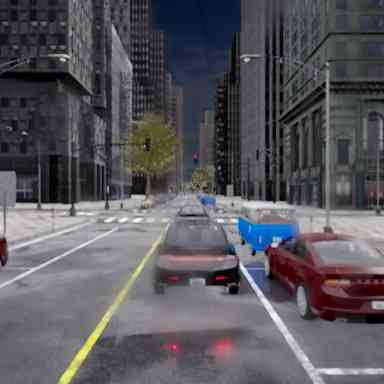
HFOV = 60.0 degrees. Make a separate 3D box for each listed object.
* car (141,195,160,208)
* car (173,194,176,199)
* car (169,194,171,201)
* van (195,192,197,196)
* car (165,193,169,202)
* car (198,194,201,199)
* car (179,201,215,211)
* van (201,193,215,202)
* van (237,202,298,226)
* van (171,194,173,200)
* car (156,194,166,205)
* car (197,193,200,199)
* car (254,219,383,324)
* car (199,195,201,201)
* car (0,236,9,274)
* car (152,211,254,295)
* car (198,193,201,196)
[{"bbox_3d":[-5.863,1.439,45.053,1.752,1.417,4.829,0,0,0],"label":"car"},{"bbox_3d":[-5.949,1.431,87.537,1.947,1.339,4.313,0,0,0],"label":"car"},{"bbox_3d":[-5.903,1.436,66.382,2.008,1.369,4.403,0,0,0],"label":"car"},{"bbox_3d":[2.563,1.201,93.946,1.690,1.788,3.998,0,0,0],"label":"van"},{"bbox_3d":[-5.891,1.206,61.093,2.192,1.841,5.009,0,0,0],"label":"car"},{"bbox_3d":[2.633,1.436,61.466,1.887,1.381,4.507,0,0,0],"label":"car"},{"bbox_3d":[0.047,1.452,18.052,2.128,1.511,4.902,0,0,1],"label":"car"},{"bbox_3d":[2.657,1.246,50.640,1.690,1.788,3.998,0,0,0],"label":"van"},{"bbox_3d":[2.753,1.313,12.655,1.690,1.788,3.998,0,0,0],"label":"van"},{"bbox_3d":[-5.925,1.215,76.959,1.690,1.788,3.998,0,0,0],"label":"van"},{"bbox_3d":[-5.880,1.443,55.804,1.887,1.381,4.507,0,0,0],"label":"car"},{"bbox_3d":[2.609,1.430,72.293,2.008,1.369,4.403,0,0,0],"label":"car"},{"bbox_3d":[2.763,1.528,7.131,1.887,1.381,4.507,0,0,0],"label":"car"},{"bbox_3d":[2.644,1.464,56.053,1.947,1.339,4.313,0,0,0],"label":"car"},{"bbox_3d":[-5.792,1.528,7.130,1.887,1.381,4.507,0,0,0],"label":"car"},{"bbox_3d":[0.083,1.472,8.666,2.128,1.511,4.902,0,0,0],"label":"car"},{"bbox_3d":[2.621,1.467,66.880,1.802,1.307,4.206,0,0,0],"label":"car"}]
